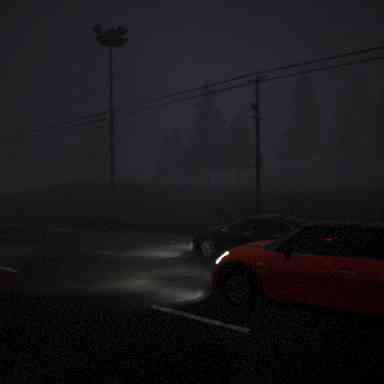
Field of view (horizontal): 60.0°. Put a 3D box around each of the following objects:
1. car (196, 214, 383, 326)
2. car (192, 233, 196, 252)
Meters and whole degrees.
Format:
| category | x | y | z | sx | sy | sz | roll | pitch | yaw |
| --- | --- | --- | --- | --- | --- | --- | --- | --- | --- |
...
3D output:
| category | x | y | z | sx | sy | sz | roll | pitch | yaw |
| --- | --- | --- | --- | --- | --- | --- | --- | --- | --- |
| car | 2.610 | 1.343 | 6.423 | 4.553 | 1.767 | 2.097 | -1 | 0 | 36 |
| car | 2.254 | 1.508 | 10.987 | 4.892 | 1.490 | 1.837 | -1 | 0 | 35 |
